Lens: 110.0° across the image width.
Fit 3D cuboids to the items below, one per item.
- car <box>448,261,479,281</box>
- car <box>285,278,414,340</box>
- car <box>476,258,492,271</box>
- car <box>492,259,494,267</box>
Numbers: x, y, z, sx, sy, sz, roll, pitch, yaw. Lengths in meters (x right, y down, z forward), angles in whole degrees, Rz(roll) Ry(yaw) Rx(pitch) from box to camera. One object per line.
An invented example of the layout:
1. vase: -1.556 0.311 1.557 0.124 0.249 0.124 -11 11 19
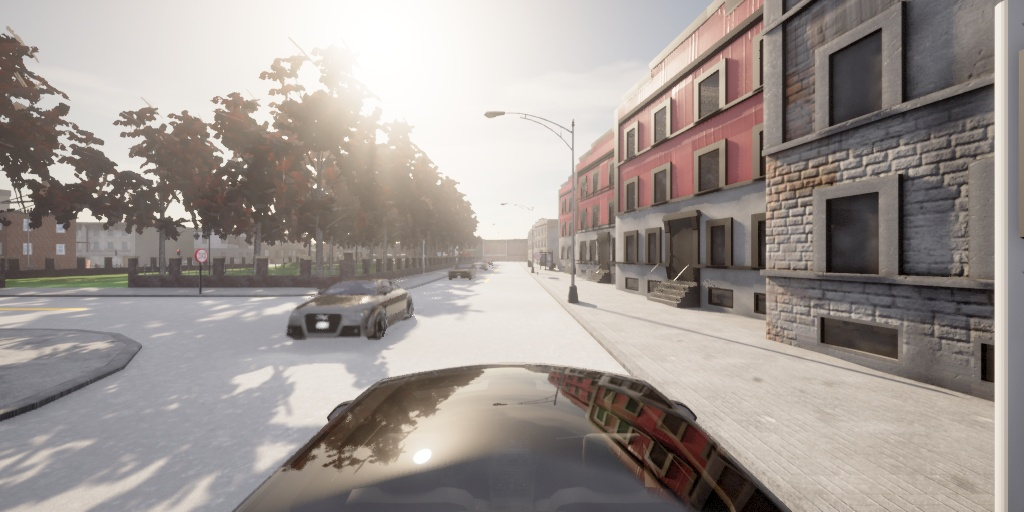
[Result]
1. car: -4.174 1.351 30.423 1.895 1.301 4.718 0 0 0
2. car: -4.120 1.314 9.794 1.994 1.385 4.181 0 0 0
3. car: -4.211 1.242 47.516 2.128 1.511 4.902 0 0 0
4. car: -4.161 1.102 63.264 1.882 1.535 5.008 0 0 0
